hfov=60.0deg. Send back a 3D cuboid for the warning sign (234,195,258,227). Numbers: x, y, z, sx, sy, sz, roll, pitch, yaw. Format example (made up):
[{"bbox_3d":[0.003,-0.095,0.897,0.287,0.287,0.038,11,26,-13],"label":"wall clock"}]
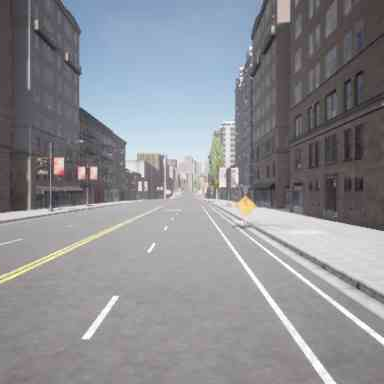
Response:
[{"bbox_3d":[3.230,1.122,20.030,1.300,1.860,1.060,0,0,0],"label":"warning sign"}]
